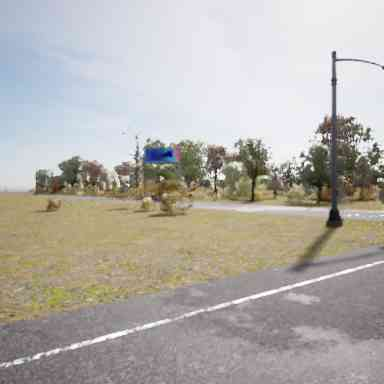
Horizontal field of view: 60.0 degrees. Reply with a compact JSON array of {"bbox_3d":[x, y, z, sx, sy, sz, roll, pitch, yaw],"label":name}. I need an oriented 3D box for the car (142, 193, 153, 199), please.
[{"bbox_3d":[-8.534,1.056,66.469,1.837,1.490,4.892,-1,0,-34],"label":"car"}]

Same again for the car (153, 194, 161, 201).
[{"bbox_3d":[-4.536,1.118,60.559,2.033,1.411,5.357,-1,0,-33],"label":"car"}]
